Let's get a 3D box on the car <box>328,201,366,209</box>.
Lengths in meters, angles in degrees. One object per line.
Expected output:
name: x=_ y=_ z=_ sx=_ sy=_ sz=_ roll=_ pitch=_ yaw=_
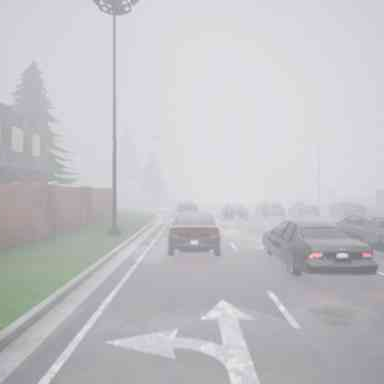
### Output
car: x=14.083 y=1.558 z=30.507 sx=1.837 sy=1.490 sz=4.892 roll=0 pitch=0 yaw=0

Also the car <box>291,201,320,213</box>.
car: x=10.575 y=1.580 z=31.498 sx=1.812 sy=1.442 sz=4.674 roll=0 pitch=0 yaw=0

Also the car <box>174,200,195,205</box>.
car: x=-0.660 y=1.532 z=31.998 sx=1.882 sy=1.535 sz=5.008 roll=0 pitch=0 yaw=-8

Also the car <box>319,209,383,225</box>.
car: x=7.086 y=1.588 z=13.540 sx=1.994 sy=1.385 sz=4.181 roll=0 pitch=0 yaw=0

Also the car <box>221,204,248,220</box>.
car: x=3.583 y=1.650 z=28.890 sx=1.895 sy=1.301 sz=4.718 roll=0 pitch=0 yaw=0

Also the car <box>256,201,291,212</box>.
car: x=7.084 y=1.544 z=30.483 sx=2.128 sy=1.511 sz=4.902 roll=0 pitch=0 yaw=0

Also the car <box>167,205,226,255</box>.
car: x=0.085 y=1.501 z=13.438 sx=1.882 sy=1.535 sz=5.008 roll=0 pitch=0 yaw=0

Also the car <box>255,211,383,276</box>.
car: x=3.581 y=1.566 z=10.410 sx=2.033 sy=1.411 sz=5.357 roll=0 pitch=0 yaw=0
